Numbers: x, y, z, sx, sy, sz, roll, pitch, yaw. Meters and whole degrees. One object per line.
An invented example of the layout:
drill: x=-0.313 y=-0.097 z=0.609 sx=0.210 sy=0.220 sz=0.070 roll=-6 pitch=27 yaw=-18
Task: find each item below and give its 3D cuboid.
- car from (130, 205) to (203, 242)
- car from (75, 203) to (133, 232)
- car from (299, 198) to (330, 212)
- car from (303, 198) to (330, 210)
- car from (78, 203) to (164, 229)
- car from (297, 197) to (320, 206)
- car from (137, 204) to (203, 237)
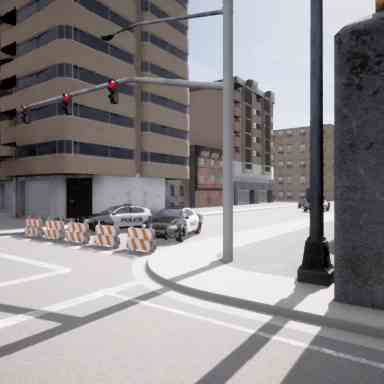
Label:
car: x=-0.914 y=1.453 z=16.530 sx=2.038 sy=1.542 sz=4.974 roll=0 pitch=0 yaw=16
car: x=-4.106 y=1.453 z=19.216 sx=4.974 sy=1.542 sz=2.038 roll=0 pitch=0 yaw=-29
car: x=14.365 y=1.453 z=38.303 sx=2.038 sy=1.542 sz=4.974 roll=0 pitch=0 yaw=36
car: x=14.395 y=1.295 z=38.345 sx=1.853 sy=1.218 sz=4.536 roll=0 pitch=0 yaw=36
car: x=-4.060 y=1.295 z=19.242 sx=4.536 sy=1.218 sz=1.853 roll=0 pitch=0 yaw=-29
car: x=16.606 y=1.295 z=47.262 sx=1.853 sy=1.218 sz=4.536 roll=0 pitch=0 yaw=36
car: x=-0.900 y=1.295 z=16.580 sx=1.853 sy=1.218 sz=4.536 roll=0 pitch=0 yaw=16
